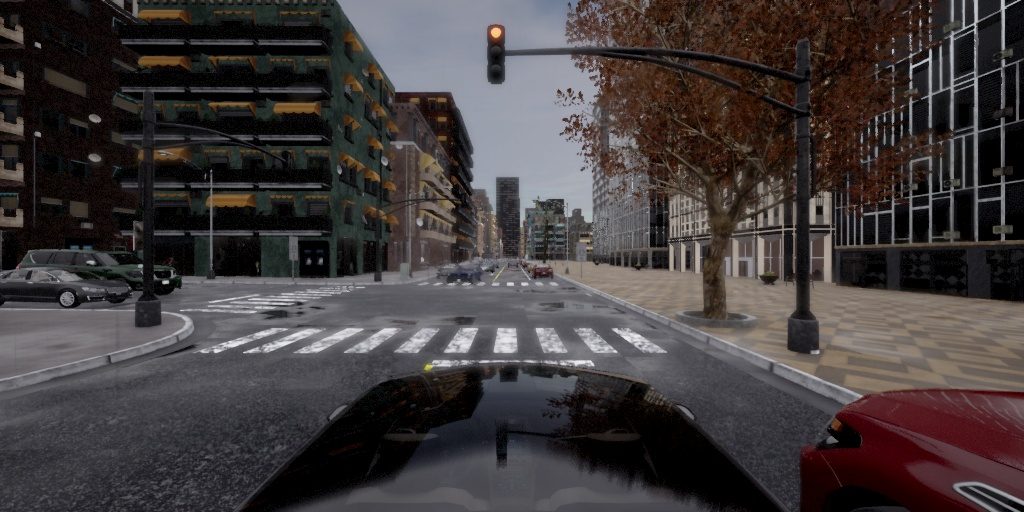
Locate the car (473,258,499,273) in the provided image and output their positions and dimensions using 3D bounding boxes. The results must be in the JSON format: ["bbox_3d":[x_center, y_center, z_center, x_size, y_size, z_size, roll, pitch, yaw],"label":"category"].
[{"bbox_3d":[-3.048,1.264,42.904,2.128,1.511,4.902,0,0,0],"label":"car"}]

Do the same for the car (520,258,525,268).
[{"bbox_3d":[2.759,1.375,60.008,1.802,1.307,4.207,0,0,0],"label":"car"}]

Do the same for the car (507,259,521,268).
[{"bbox_3d":[0.174,1.289,63.491,2.128,1.511,4.902,0,0,0],"label":"car"}]

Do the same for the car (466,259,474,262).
[{"bbox_3d":[-5.640,1.323,43.421,2.007,1.370,4.403,0,0,0],"label":"car"}]

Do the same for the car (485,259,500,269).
[{"bbox_3d":[-3.016,1.279,56.817,2.128,1.511,4.902,0,0,0],"label":"car"}]

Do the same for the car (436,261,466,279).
[{"bbox_3d":[-5.653,1.312,32.355,2.007,1.370,4.403,0,0,0],"label":"car"}]

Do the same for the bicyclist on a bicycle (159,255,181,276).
[{"bbox_3d":[-23.142,0.761,24.220,0.582,1.620,1.656,1,0,-1],"label":"bicyclist on a bicycle"}]

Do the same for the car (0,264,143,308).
[{"bbox_3d":[-16.422,1.091,12.952,4.403,1.370,2.007,0,0,-1],"label":"car"}]

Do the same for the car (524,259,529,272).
[{"bbox_3d":[2.740,1.298,43.580,1.751,1.417,4.829,0,0,0],"label":"car"}]

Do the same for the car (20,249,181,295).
[{"bbox_3d":[-17.771,0.747,15.535,5.566,2.045,2.150,1,0,0],"label":"car"}]

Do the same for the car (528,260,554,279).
[{"bbox_3d":[2.727,1.307,32.345,1.888,1.381,4.507,0,0,0],"label":"car"}]

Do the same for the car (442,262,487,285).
[{"bbox_3d":[-3.413,1.359,26.743,1.895,1.301,4.718,0,0,6],"label":"car"}]
